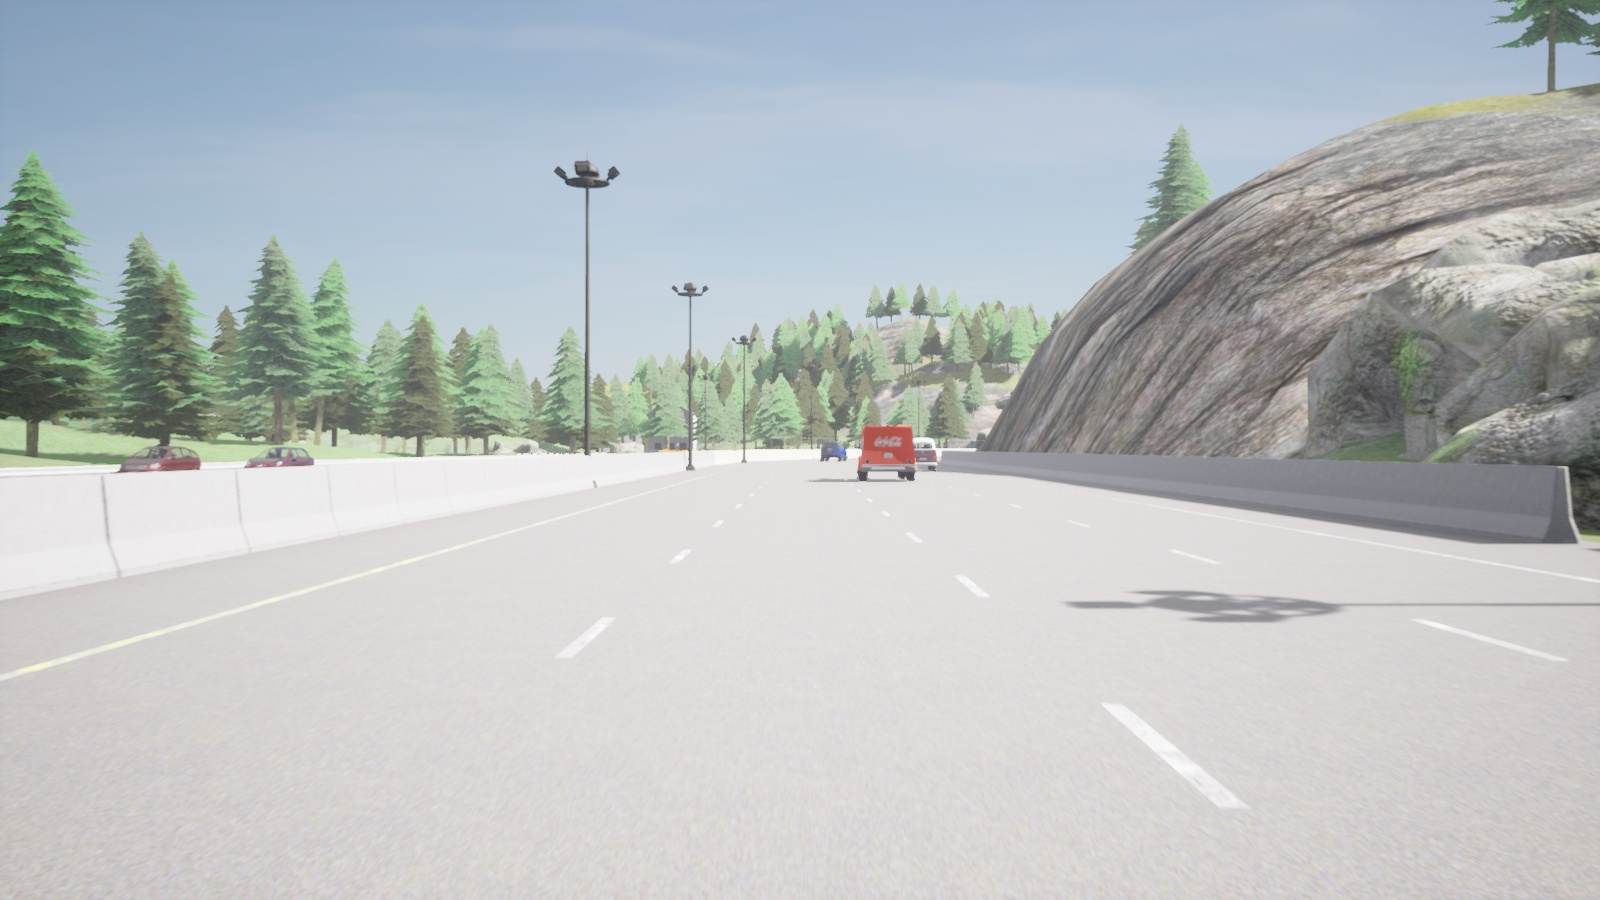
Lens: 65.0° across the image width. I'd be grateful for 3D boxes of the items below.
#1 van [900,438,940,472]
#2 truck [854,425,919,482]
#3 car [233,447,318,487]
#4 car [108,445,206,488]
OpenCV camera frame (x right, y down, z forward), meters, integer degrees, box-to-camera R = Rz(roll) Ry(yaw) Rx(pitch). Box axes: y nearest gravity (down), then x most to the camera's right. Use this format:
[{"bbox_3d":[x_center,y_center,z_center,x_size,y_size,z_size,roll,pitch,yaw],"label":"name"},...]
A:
[{"bbox_3d":[7.466,0.312,78.342,2.069,2.038,4.480,0,0,0],"label":"van"},{"bbox_3d":[3.844,0.145,57.042,2.627,2.467,5.204,0,0,0],"label":"truck"},{"bbox_3d":[-20.699,0.640,49.737,1.845,1.501,3.633,0,0,0],"label":"car"},{"bbox_3d":[-24.213,0.606,47.399,1.789,1.549,3.705,0,0,0],"label":"car"}]
